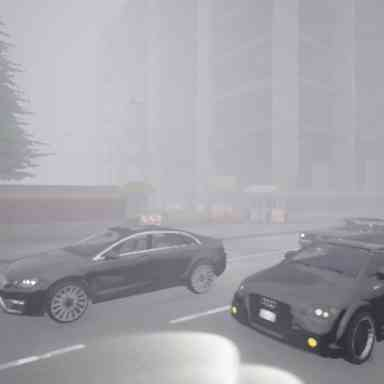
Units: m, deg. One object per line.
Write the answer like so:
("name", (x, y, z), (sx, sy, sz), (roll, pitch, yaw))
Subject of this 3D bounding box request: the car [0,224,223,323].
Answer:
("car", (-1.412, 1.504, 7.281), (4.902, 1.511, 2.128), (0, 0, -35))

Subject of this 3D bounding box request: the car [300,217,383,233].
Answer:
("car", (6.167, 1.652, 12.669), (4.718, 1.301, 1.895), (0, 0, -35))

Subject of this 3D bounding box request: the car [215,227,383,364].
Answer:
("car", (2.705, 1.587, 5.916), (4.181, 1.385, 1.994), (0, 0, -35))
